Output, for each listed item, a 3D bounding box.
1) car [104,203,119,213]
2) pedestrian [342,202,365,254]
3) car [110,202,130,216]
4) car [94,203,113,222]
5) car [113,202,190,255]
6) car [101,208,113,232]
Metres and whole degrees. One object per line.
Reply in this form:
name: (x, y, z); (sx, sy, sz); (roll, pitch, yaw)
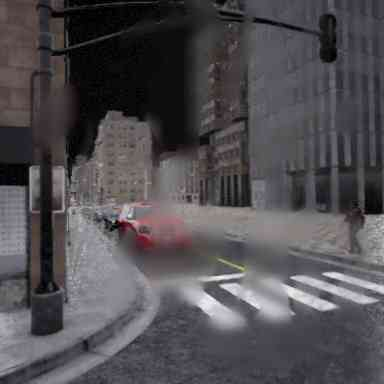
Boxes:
car: (-13.678, 2.665, 56.571); (1.882, 1.535, 5.008); (-1, -1, -20)
pedestrian: (5.674, 1.247, 11.649); (0.375, 1.860, 0.375); (-1, -1, -20)
car: (-10.284, 2.327, 47.339); (2.097, 1.767, 4.553); (-1, -1, -20)
car: (-8.743, 2.076, 33.901); (2.097, 1.767, 4.553); (-1, -1, -20)
car: (-1.951, 1.518, 15.302); (2.150, 2.045, 5.566); (-1, -1, -22)
car: (-5.305, 2.109, 24.519); (1.895, 1.301, 4.718); (-1, -1, -20)
